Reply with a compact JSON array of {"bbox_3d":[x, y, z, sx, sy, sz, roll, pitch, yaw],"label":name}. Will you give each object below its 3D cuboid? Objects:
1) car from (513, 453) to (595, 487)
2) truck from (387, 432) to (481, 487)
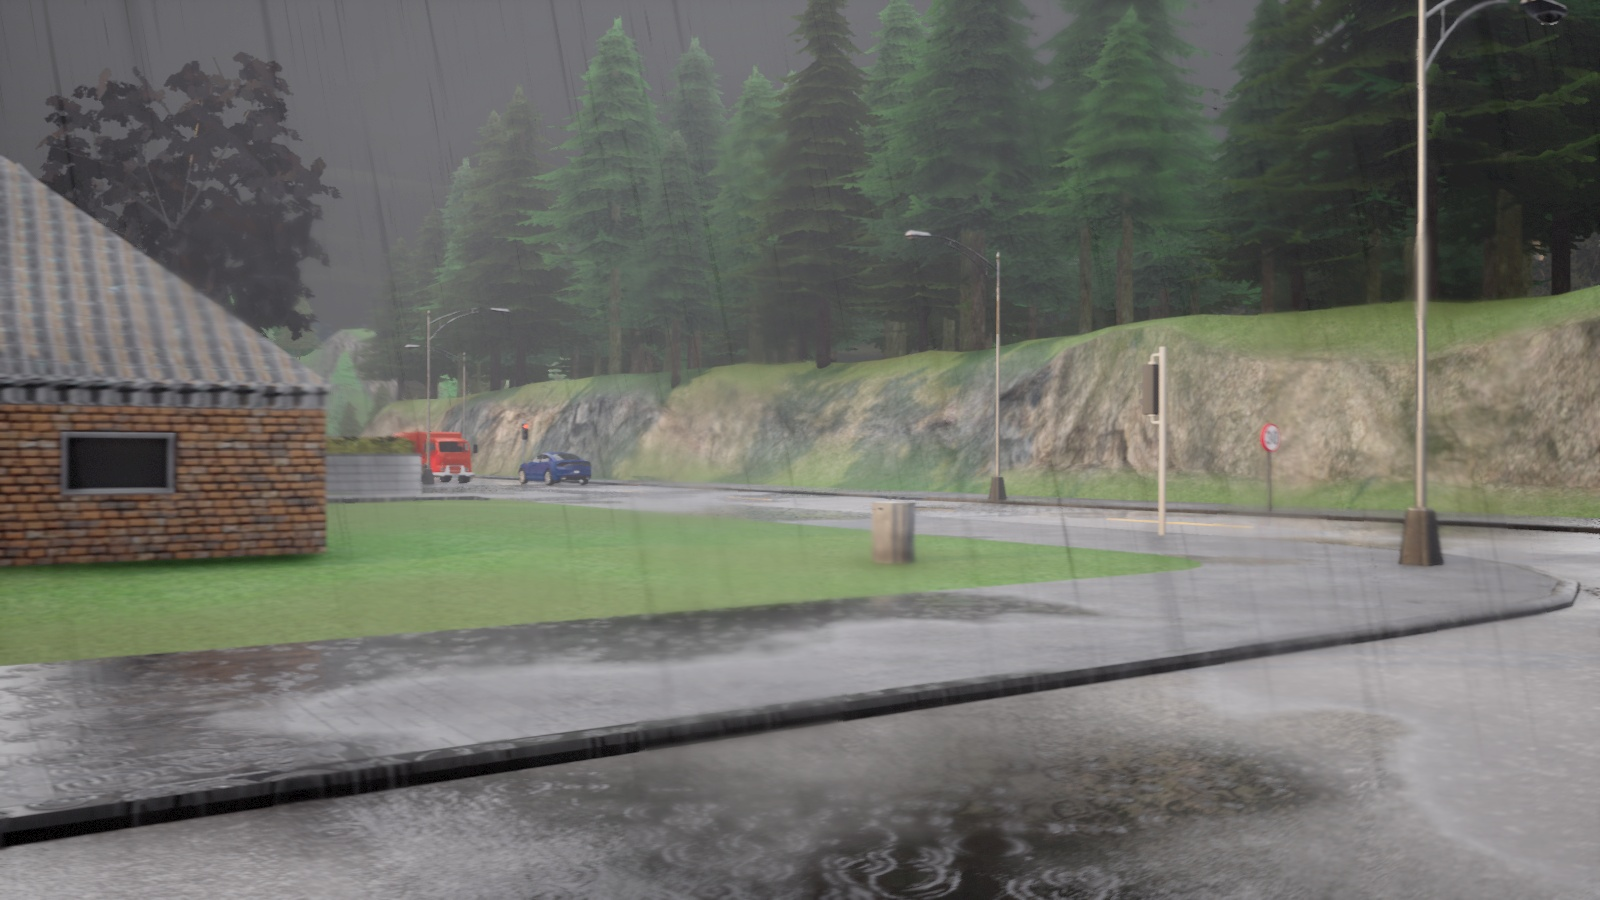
[{"bbox_3d":[-11.505,0.890,58.429,1.882,1.535,5.008,0,0,-35],"label":"car"},{"bbox_3d":[-17.532,0.442,60.053,2.627,2.467,5.204,0,0,-37],"label":"truck"}]
